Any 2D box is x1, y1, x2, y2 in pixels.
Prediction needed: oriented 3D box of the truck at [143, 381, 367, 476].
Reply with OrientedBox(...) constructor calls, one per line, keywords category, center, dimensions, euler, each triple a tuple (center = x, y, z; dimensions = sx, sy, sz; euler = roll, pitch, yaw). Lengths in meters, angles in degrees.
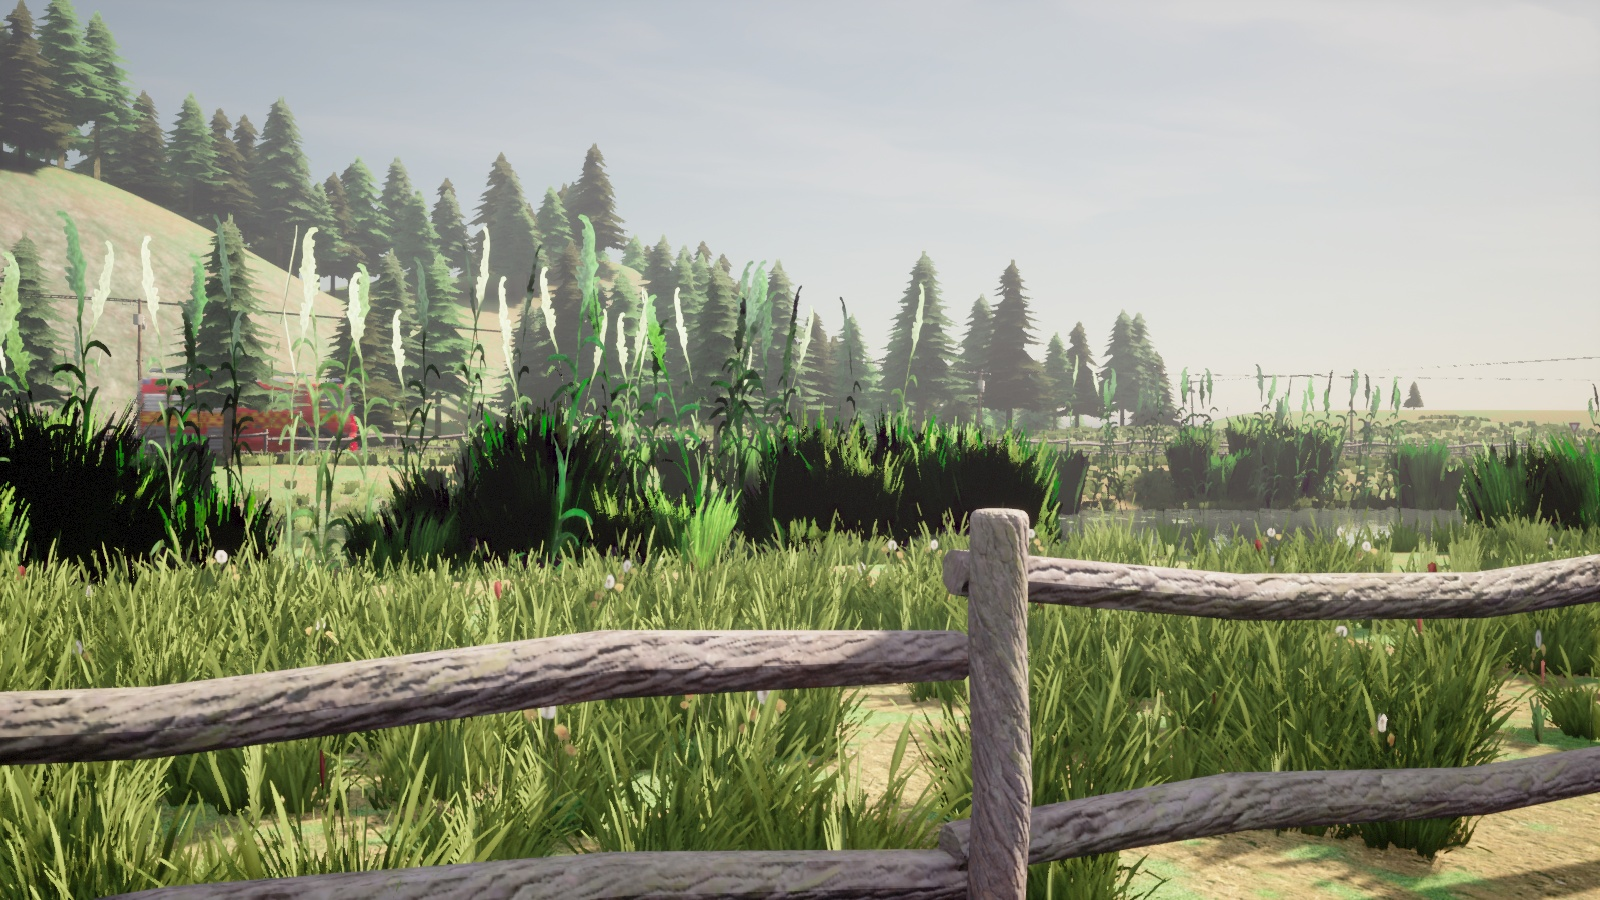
OrientedBox(category="truck", center=(-23.241, -0.955, 53.702), dimensions=(8.468, 3.827, 2.891), euler=(-1, 1, -29))
